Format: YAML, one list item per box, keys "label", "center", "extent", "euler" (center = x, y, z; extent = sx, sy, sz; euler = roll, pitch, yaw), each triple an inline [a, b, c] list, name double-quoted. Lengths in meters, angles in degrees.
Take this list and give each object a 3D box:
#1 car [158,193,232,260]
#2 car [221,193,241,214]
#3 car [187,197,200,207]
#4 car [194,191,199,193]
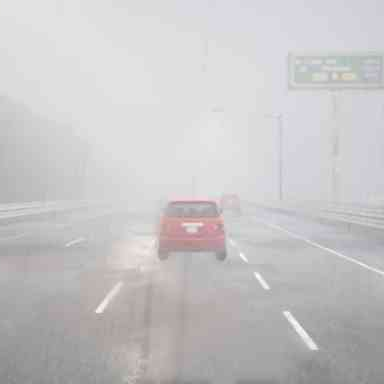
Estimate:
- label: "car"
  center: [0.012, 1.207, 12.487]
  extent: [2.150, 2.045, 5.566]
  euler: [0, 0, 0]
- label: "car"
  center: [3.716, 1.141, 34.285]
  extent: [2.150, 2.045, 5.566]
  euler: [0, 1, 0]
- label: "car"
  center: [0.235, 1.431, 48.097]
  extent: [1.895, 1.301, 4.718]
  euler: [0, 0, 1]
- label: "car"
  center: [0.741, 1.036, 84.536]
  extent: [1.812, 1.442, 4.674]
  euler: [0, 1, 1]
